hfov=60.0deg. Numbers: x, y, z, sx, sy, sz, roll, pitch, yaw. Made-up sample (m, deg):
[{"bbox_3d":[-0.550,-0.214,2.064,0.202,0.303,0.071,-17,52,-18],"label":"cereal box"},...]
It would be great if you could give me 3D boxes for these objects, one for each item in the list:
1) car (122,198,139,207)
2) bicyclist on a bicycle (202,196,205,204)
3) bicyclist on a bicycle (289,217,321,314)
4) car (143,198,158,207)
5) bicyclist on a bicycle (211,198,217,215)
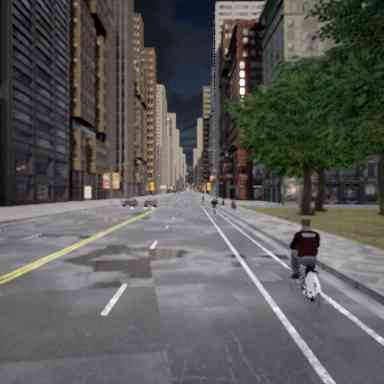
[{"bbox_3d":[-9.765,1.696,53.081,2.033,1.411,5.357,0,0,0],"label":"car"},{"bbox_3d":[2.243,1.654,66.476,0.582,1.620,1.656,0,-1,0],"label":"bicyclist on a bicycle"},{"bbox_3d":[2.248,1.381,6.780,0.659,1.776,1.843,0,0,0],"label":"bicyclist on a bicycle"},{"bbox_3d":[-6.513,1.696,53.080,2.033,1.411,5.357,0,0,0],"label":"car"},{"bbox_3d":[2.244,1.444,33.660,0.659,1.776,1.843,0,0,0],"label":"bicyclist on a bicycle"}]
